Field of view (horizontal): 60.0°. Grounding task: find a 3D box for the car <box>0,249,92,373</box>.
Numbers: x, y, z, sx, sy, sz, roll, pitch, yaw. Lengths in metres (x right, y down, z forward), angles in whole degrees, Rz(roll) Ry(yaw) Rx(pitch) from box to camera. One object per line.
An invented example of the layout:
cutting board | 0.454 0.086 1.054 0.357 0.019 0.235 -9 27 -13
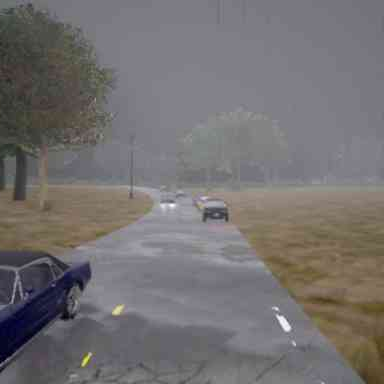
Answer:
car | -3.008 1.591 4.573 1.895 1.301 4.718 0 0 1

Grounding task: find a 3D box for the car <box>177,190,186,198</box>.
car | -2.190 0.385 60.933 1.812 1.442 4.674 0 3 -11

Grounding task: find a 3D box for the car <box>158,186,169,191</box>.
car | -6.964 -0.783 81.739 1.837 1.490 4.892 0 3 -17

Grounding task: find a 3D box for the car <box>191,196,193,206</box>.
car | 1.109 0.898 41.934 2.097 1.767 4.553 -1 1 -4

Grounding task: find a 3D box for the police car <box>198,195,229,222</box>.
police car | 1.725 1.347 25.911 1.930 1.638 5.238 0 1 0

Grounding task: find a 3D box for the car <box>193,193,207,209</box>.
car | 1.465 1.182 36.091 1.801 1.575 5.366 -2 2 -3

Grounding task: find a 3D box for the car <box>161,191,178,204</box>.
car | -3.449 0.976 47.378 1.994 1.385 4.181 0 2 -6
